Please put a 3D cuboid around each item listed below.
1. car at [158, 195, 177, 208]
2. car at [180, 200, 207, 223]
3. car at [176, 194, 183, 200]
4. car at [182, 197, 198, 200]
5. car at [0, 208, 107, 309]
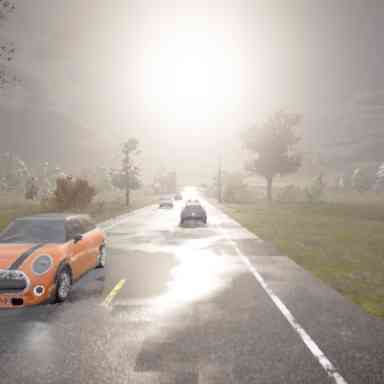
[{"bbox_3d":[-3.556,1.506,47.049,1.812,1.442,4.674,0,0,0],"label":"car"},{"bbox_3d":[0.114,1.555,25.582,1.994,1.385,4.181,0,0,0],"label":"car"},{"bbox_3d":[-3.453,1.297,87.281,2.097,1.767,4.553,0,0,0],"label":"car"},{"bbox_3d":[0.123,1.531,41.613,2.033,1.411,5.357,0,0,0],"label":"car"},{"bbox_3d":[-3.596,1.350,8.107,2.097,1.767,4.553,0,0,0],"label":"car"}]
